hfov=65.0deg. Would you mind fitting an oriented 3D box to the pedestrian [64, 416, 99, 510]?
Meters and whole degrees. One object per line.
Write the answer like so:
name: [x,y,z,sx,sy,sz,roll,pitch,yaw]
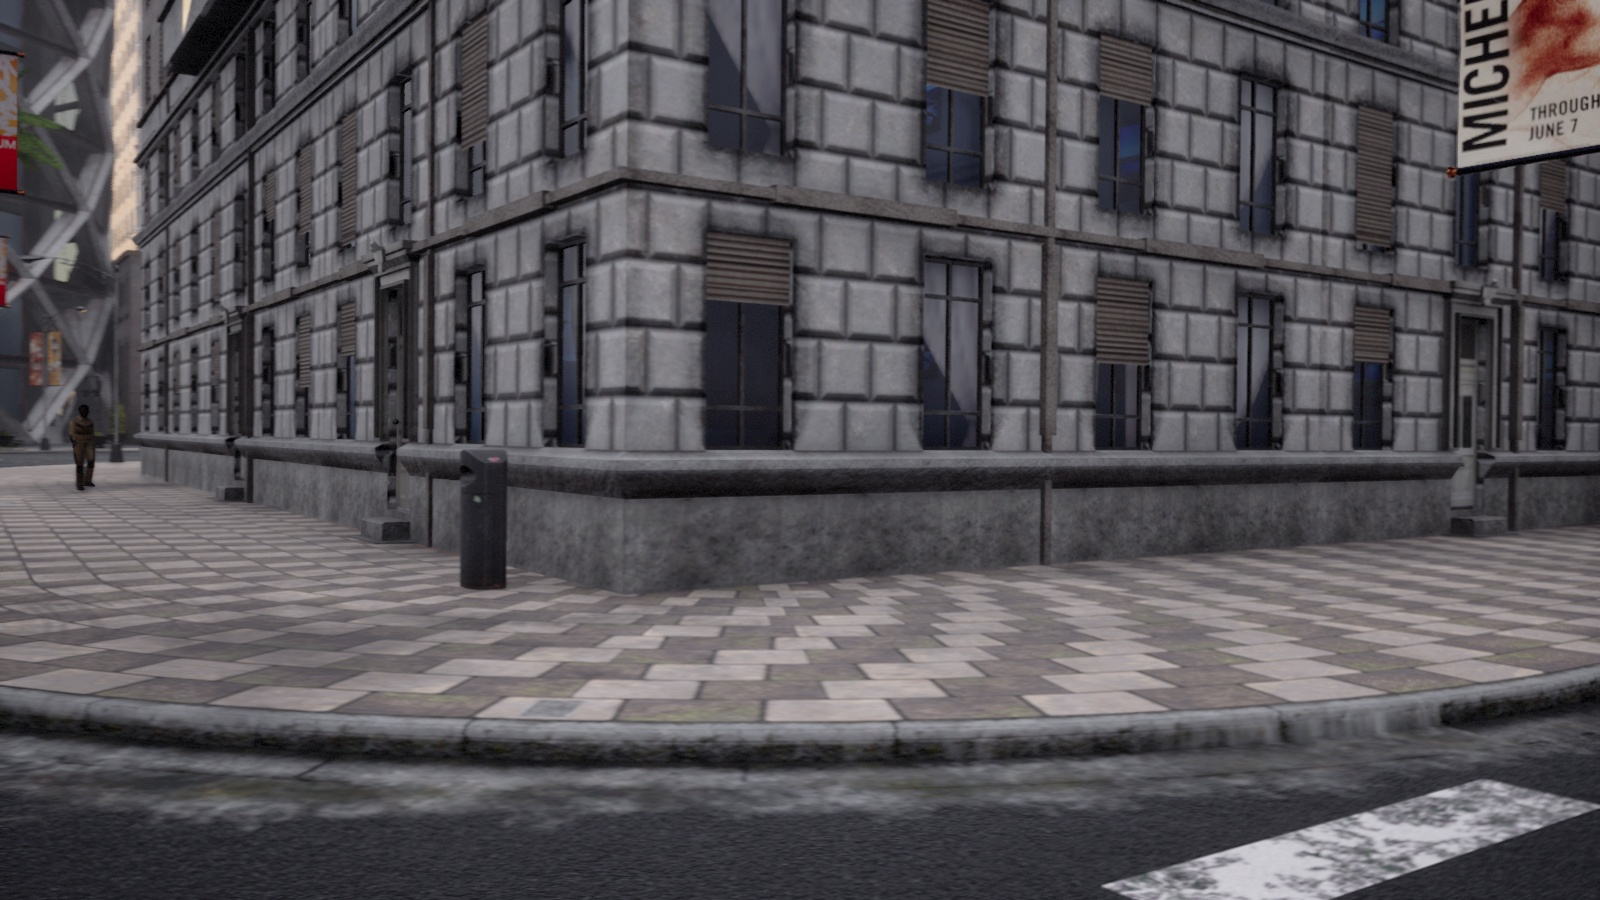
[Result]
pedestrian: [-15.025,0.265,26.267,0.692,1.930,0.396,0,1,41]
